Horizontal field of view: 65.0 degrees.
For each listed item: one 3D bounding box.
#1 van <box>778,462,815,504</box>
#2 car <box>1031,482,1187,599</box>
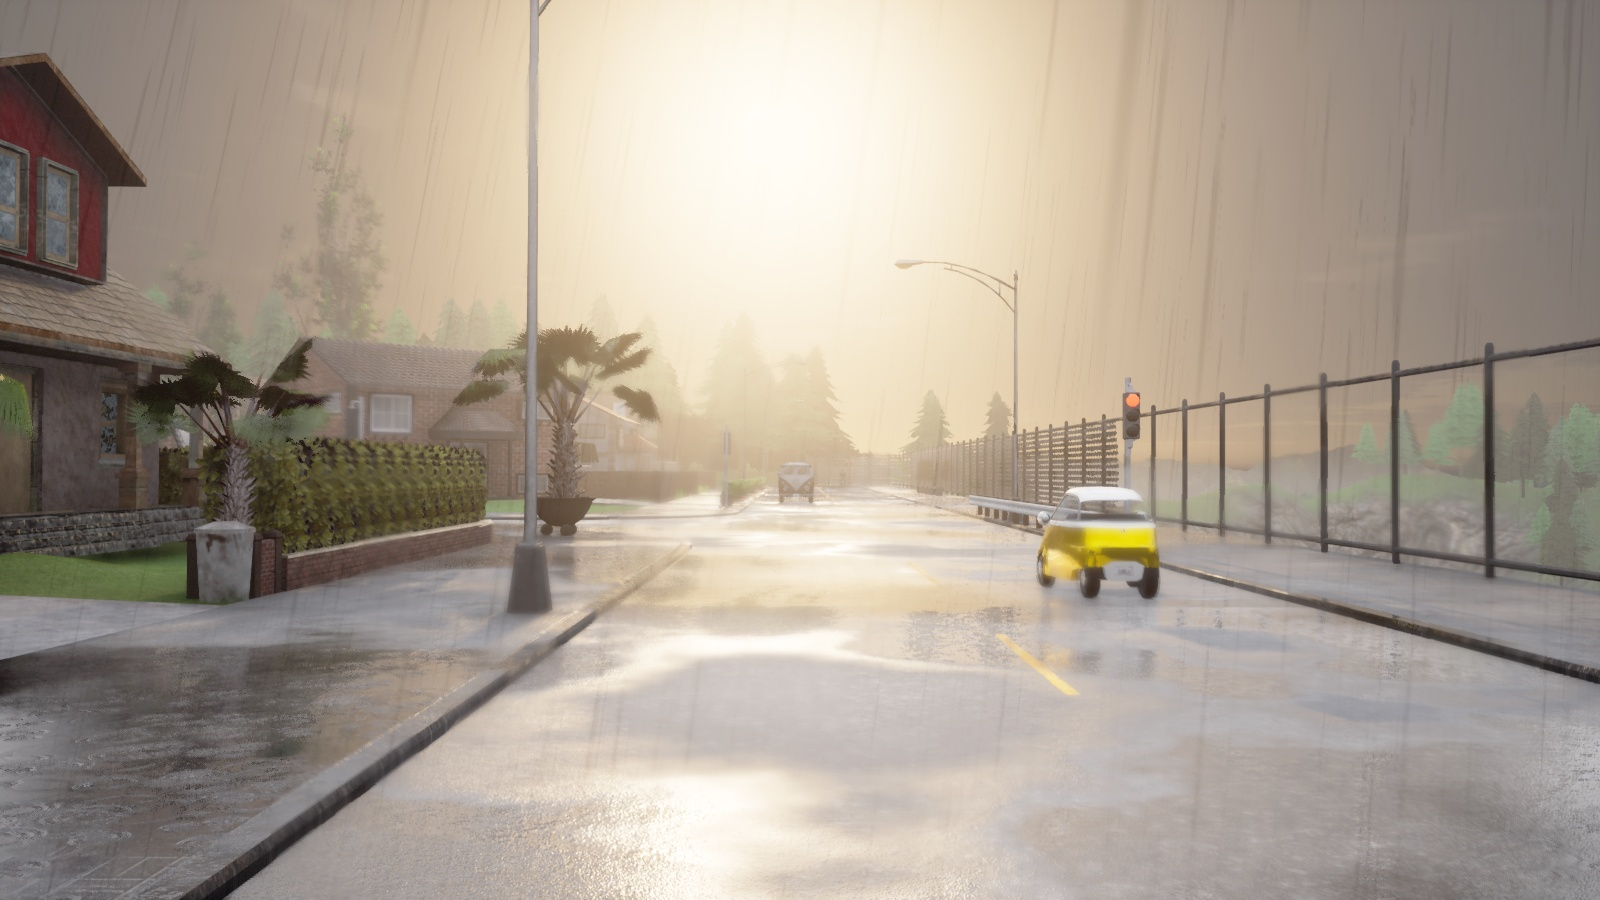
[{"bbox_3d":[-0.173,1.606,61.973,1.775,1.987,4.442,0,-1,0],"label":"van"},{"bbox_3d":[3.959,1.128,16.375,1.481,1.376,2.207,0,-1,0],"label":"car"}]
